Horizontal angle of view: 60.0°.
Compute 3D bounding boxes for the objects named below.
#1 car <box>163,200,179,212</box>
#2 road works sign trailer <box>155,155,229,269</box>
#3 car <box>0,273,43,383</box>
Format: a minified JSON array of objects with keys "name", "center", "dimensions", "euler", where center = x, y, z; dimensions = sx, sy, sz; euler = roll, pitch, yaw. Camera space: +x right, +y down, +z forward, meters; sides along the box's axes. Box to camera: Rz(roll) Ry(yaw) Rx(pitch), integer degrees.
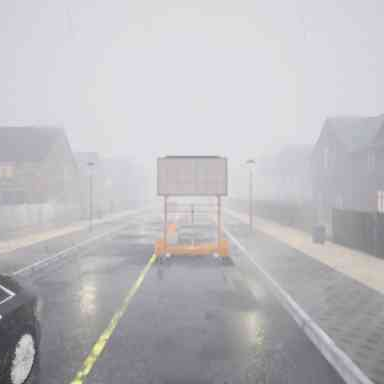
[{"name":"car","center":[-2.806,1.894,45.198],"dimensions":[1.882,1.535,5.008],"euler":[0,-1,0]},{"name":"road works sign trailer","center":[0.014,0.546,11.405],"dimensions":[2.380,3.560,2.880],"euler":[0,0,0]},{"name":"car","center":[-2.849,1.522,2.452],"dimensions":[1.837,1.490,4.892],"euler":[0,0,0]}]
